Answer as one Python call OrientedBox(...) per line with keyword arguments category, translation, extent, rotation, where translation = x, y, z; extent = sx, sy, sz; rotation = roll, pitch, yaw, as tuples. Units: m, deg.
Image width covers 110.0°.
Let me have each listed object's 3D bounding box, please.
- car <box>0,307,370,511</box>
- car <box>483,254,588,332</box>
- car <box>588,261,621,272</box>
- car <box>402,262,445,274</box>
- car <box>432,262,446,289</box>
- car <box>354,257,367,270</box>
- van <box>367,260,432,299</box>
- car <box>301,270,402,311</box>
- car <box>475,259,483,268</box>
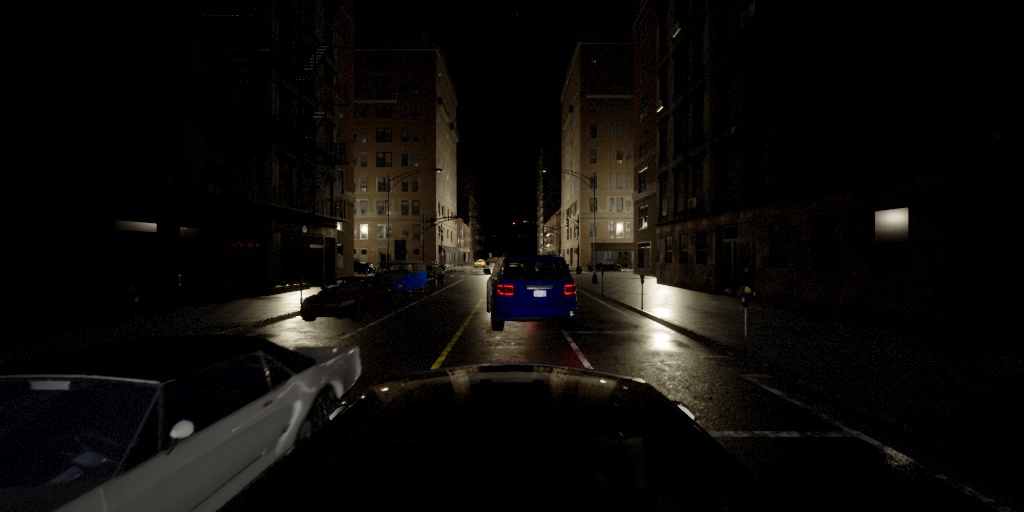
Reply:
OrientedBox(category="car", translation=(-2.851, 1.351, 2.347), extent=(1.895, 1.301, 4.718), rotation=(0, 0, 0))
OrientedBox(category="car", translation=(0.365, 0.972, 11.071), extent=(2.150, 2.045, 5.566), rotation=(0, 0, -6))
OrientedBox(category="car", translation=(10.926, 1.245, 43.051), extent=(4.181, 1.385, 1.994), rotation=(0, 0, -1))
OrientedBox(category="car", translation=(-10.531, 1.400, 43.054), extent=(4.718, 1.301, 1.895), rotation=(0, 0, 0))
OrientedBox(category="car", translation=(-5.381, 1.301, 23.044), extent=(2.007, 1.370, 4.403), rotation=(0, 0, 0))
OrientedBox(category="car", translation=(-18.212, 1.066, 40.095), extent=(5.566, 2.045, 2.150), rotation=(0, 0, 0))
OrientedBox(category="van", translation=(-5.385, 1.091, 17.638), extent=(1.690, 1.789, 3.998), rotation=(0, 0, 0))
OrientedBox(category="car", translation=(-5.389, 1.332, 12.231), extent=(1.802, 1.307, 4.207), rotation=(0, 0, 0))
OrientedBox(category="car", translation=(-5.362, 1.276, 60.837), extent=(1.751, 1.417, 4.829), rotation=(0, 0, 0))
